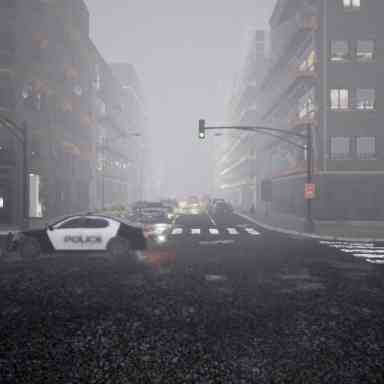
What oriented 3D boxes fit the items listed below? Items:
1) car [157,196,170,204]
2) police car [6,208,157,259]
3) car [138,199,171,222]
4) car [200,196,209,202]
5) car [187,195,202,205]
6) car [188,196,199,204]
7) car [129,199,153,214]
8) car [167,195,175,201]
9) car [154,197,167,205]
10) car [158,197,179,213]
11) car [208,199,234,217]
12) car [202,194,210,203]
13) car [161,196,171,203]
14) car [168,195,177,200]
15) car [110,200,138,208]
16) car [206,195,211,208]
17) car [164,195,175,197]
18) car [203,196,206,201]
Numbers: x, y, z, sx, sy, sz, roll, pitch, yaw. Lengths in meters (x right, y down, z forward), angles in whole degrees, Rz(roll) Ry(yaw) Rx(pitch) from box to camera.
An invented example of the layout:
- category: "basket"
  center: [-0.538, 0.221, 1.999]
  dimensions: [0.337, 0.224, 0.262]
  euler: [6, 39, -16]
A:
- category: "car"
  center: [-5.419, 1.568, 64.074]
  dimensions: [2.008, 1.369, 4.403]
  euler: [1, 0, 0]
- category: "police car"
  center: [-3.967, 1.508, 12.049]
  dimensions: [4.974, 1.542, 2.038]
  euler: [0, 0, 0]
- category: "car"
  center: [-2.983, 1.531, 26.570]
  dimensions: [1.812, 1.442, 4.674]
  euler: [0, 0, 0]
- category: "car"
  center: [3.030, 1.591, 80.595]
  dimensions: [1.947, 1.339, 4.313]
  euler: [1, 0, 0]
- category: "car"
  center: [0.236, 1.367, 57.126]
  dimensions: [2.097, 1.767, 4.553]
  euler: [0, 0, 0]
- category: "car"
  center: [0.277, 1.566, 67.162]
  dimensions: [2.033, 1.411, 5.357]
  euler: [0, 0, 0]
- category: "car"
  center: [-5.533, 1.552, 36.456]
  dimensions: [1.887, 1.381, 4.507]
  euler: [1, 0, 0]
- category: "car"
  center: [-5.328, 1.554, 85.996]
  dimensions: [1.752, 1.417, 4.829]
  euler: [1, 0, 0]
- category: "car"
  center: [-5.443, 1.540, 58.380]
  dimensions: [1.752, 1.417, 4.829]
  euler: [1, 0, 0]
- category: "car"
  center: [-2.941, 1.555, 37.175]
  dimensions: [2.033, 1.411, 5.357]
  euler: [0, 0, 0]
- category: "car"
  center: [2.825, 1.551, 30.884]
  dimensions: [1.887, 1.381, 4.507]
  euler: [1, 0, 0]
- category: "car"
  center: [2.987, 1.335, 69.549]
  dimensions: [2.192, 1.841, 5.009]
  euler: [1, 0, 0]
- category: "car"
  center: [-5.396, 1.565, 69.597]
  dimensions: [1.887, 1.381, 4.507]
  euler: [1, 0, 0]
- category: "car"
  center: [-5.305, 1.582, 91.690]
  dimensions: [2.008, 1.369, 4.403]
  euler: [1, 0, 0]
- category: "car"
  center: [-5.579, 1.530, 25.240]
  dimensions: [1.752, 1.417, 4.829]
  euler: [1, 0, 0]
- category: "car"
  center: [2.849, 1.448, 36.408]
  dimensions: [1.967, 1.590, 4.097]
  euler: [1, 0, 0]
- category: "car"
  center: [-2.882, 1.575, 48.396]
  dimensions: [1.994, 1.385, 4.181]
  euler: [0, 0, 1]
- category: "car"
  center: [2.893, 1.593, 47.455]
  dimensions: [1.802, 1.307, 4.206]
  euler: [1, 0, 0]
